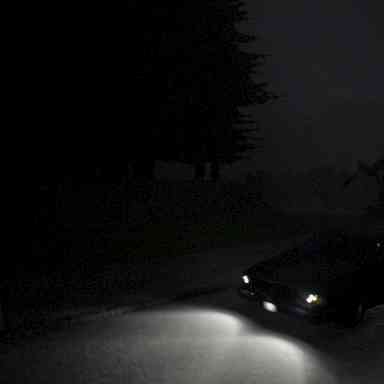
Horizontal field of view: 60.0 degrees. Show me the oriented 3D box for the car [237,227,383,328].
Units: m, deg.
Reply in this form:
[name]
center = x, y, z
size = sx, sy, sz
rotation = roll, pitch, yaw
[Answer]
[car]
center = 3.463, 1.502, 7.070
size = 5.357, 1.411, 2.033
rotation = 0, 0, -35
